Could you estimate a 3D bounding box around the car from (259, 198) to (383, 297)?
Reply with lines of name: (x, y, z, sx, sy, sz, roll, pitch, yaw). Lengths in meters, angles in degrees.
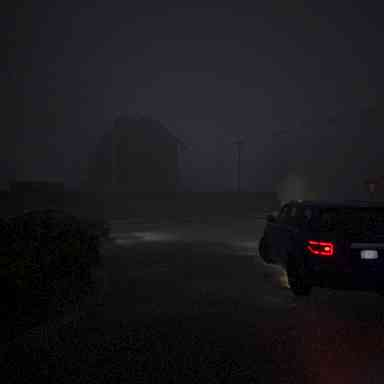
car: (3.319, 1.221, 8.697, 2.150, 2.045, 5.566, 0, 0, 2)

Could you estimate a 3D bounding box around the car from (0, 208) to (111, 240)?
car: (-6.227, 1.477, 15.041, 5.008, 1.535, 1.882, 0, 0, -25)

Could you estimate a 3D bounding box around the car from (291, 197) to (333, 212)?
car: (14.599, 1.476, 40.691, 1.882, 1.535, 5.008, 0, 0, -25)
